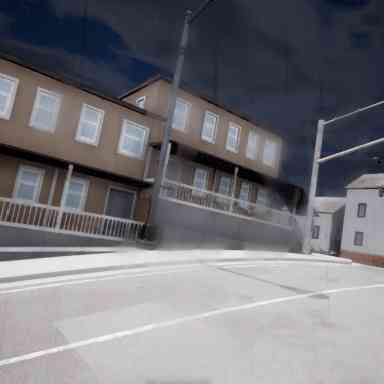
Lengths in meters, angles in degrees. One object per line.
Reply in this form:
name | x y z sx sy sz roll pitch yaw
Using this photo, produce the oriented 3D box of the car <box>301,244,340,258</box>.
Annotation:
car | 10.749 5.811 30.464 2.150 2.045 5.566 14 -17 -34
